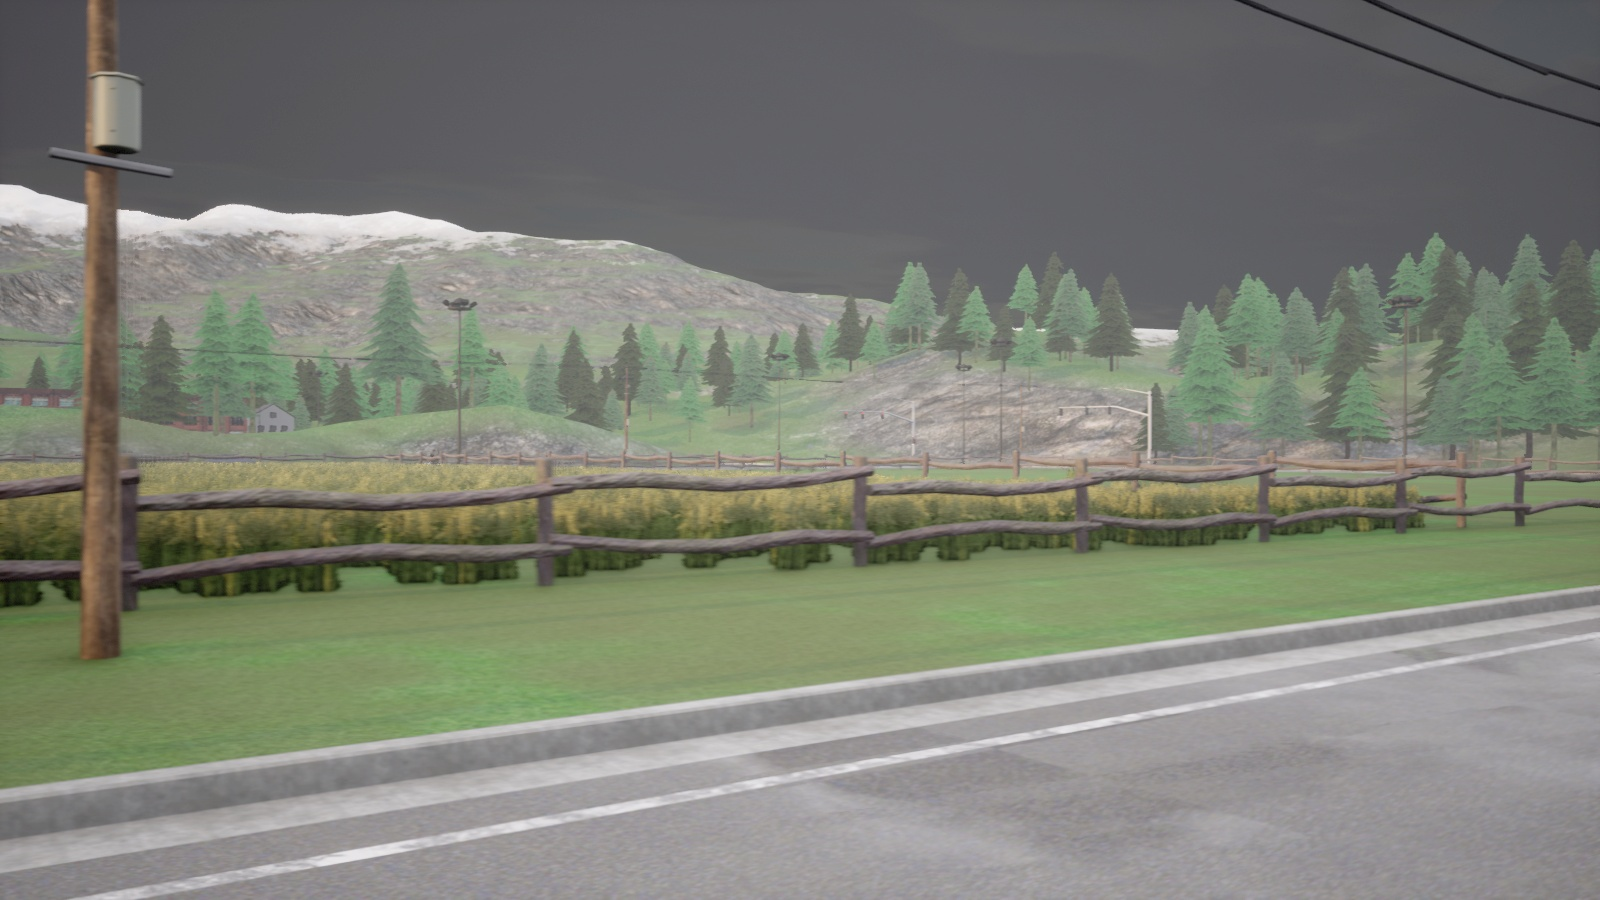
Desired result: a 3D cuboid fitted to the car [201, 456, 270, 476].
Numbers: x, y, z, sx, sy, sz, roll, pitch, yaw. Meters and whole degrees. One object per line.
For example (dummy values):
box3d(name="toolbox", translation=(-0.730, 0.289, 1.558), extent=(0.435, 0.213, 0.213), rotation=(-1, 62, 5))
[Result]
box3d(name="car", translation=(-40.106, 1.112, 89.248), extent=(4.181, 1.385, 1.994), rotation=(0, 0, -35))
